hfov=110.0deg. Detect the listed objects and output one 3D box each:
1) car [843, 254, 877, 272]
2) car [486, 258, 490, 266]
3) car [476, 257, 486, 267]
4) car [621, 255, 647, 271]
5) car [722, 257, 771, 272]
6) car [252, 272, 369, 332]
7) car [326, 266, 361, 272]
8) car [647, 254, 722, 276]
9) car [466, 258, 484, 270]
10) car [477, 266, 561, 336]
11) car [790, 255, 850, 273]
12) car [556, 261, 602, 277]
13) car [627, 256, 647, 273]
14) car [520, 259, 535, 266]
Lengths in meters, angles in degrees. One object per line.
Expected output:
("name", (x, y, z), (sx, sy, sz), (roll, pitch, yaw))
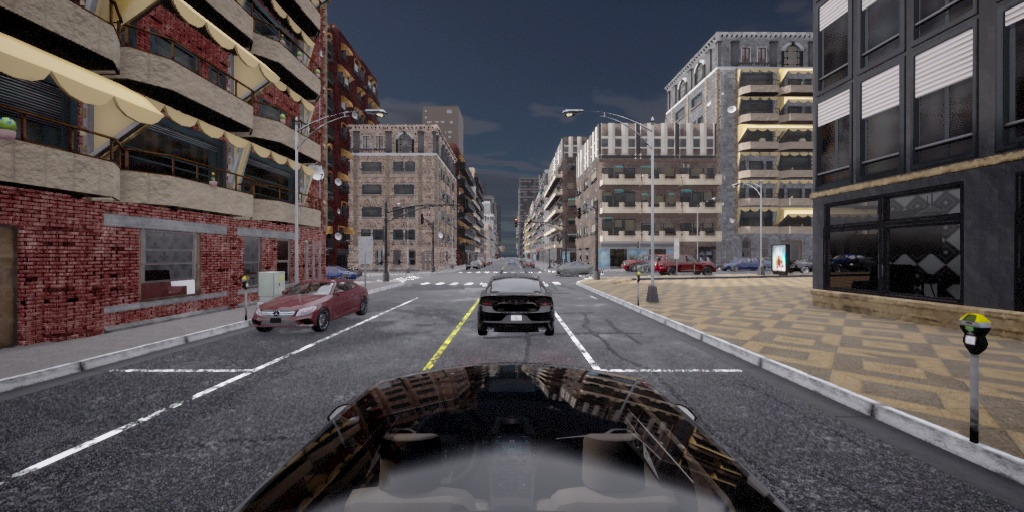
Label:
("car", (31.351, 0.717, 30.930), (4.313, 1.339, 1.948), (0, 0, 0))
("car", (-5.689, 1.086, 64.194), (2.192, 1.841, 5.009), (0, 0, 0))
("car", (-5.690, 1.293, 58.342), (1.751, 1.417, 4.829), (0, 0, 0))
("car", (14.575, 0.764, 39.164), (5.009, 1.841, 2.192), (0, 0, 0))
("car", (23.841, 0.829, 36.654), (5.357, 1.411, 2.033), (-1, 0, -1))
("car", (-5.742, 1.332, 10.806), (1.802, 1.307, 4.207), (0, 0, 0))
("car", (-16.600, 1.583, 33.103), (5.357, 1.411, 2.033), (-1, 0, 0))
("car", (14.710, 0.778, 30.785), (5.009, 1.841, 2.192), (0, 0, 0))
("car", (-5.689, 1.330, 52.829), (1.948, 1.339, 4.313), (0, 0, 0))
("car", (0.099, 1.227, 10.465), (1.882, 1.535, 5.008), (0, 0, 0))
("car", (25.803, 0.822, 30.881), (4.313, 1.339, 1.948), (0, 0, 0))
("car", (6.207, 1.180, 33.300), (4.181, 1.385, 1.994), (-1, 0, 0))
("car", (14.446, 1.021, 36.572), (4.181, 1.385, 1.994), (-1, 0, -1))
("car", (2.691, 1.207, 58.513), (1.967, 1.591, 4.097), (0, 0, 0))
